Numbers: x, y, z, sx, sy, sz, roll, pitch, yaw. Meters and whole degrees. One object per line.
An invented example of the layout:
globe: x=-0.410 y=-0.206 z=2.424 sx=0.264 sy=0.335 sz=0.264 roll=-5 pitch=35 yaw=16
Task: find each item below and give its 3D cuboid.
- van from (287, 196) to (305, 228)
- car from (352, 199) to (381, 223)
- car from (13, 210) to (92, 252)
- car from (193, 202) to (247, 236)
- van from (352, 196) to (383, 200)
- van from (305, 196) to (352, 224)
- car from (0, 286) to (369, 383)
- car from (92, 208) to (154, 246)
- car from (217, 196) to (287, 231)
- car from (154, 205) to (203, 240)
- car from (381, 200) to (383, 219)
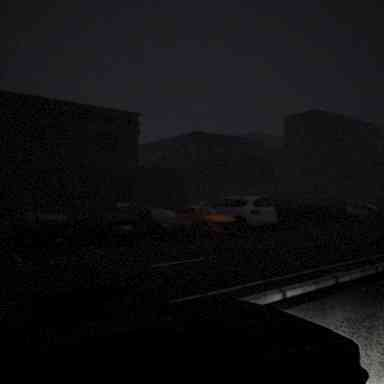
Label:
van: x=4.885 y=1.311 z=22.236 sx=1.878 sy=1.987 sz=4.442 roll=0 pitch=0 yaw=-36
car: x=11.789 y=1.568 z=26.799 sx=1.946 sy=1.575 sz=5.366 roll=0 pitch=0 yaw=-36
car: x=-6.261 y=1.501 z=14.119 sx=2.231 sy=1.521 sz=4.892 roll=0 pitch=0 yaw=-36
car: x=0.462 y=1.518 z=18.939 sx=2.097 sy=1.535 sz=5.008 roll=0 pitch=0 yaw=-36
van: x=16.100 y=1.372 z=30.252 sx=1.878 sy=1.987 sz=4.442 roll=0 pitch=0 yaw=-36
van: x=9.369 y=1.332 z=25.442 sx=1.878 sy=1.987 sz=4.442 roll=0 pitch=0 yaw=-36
car: x=-0.831 y=1.548 z=2.539 sx=5.357 sy=1.411 sz=2.033 roll=0 pitch=0 yaw=-36
car: x=-4.038 y=1.535 z=15.752 sx=2.163 sy=1.488 sz=4.792 roll=0 pitch=0 yaw=-36
car: x=2.692 y=1.275 z=20.560 sx=2.435 sy=2.045 sz=5.566 roll=0 pitch=0 yaw=-36
car: x=-1.780 y=1.551 z=17.333 sx=2.002 sy=1.452 sz=4.674 roll=0 pitch=0 yaw=-36
car: x=13.926 y=1.624 z=28.551 sx=2.002 sy=1.452 sz=4.674 roll=0 pitch=0 yaw=-36
